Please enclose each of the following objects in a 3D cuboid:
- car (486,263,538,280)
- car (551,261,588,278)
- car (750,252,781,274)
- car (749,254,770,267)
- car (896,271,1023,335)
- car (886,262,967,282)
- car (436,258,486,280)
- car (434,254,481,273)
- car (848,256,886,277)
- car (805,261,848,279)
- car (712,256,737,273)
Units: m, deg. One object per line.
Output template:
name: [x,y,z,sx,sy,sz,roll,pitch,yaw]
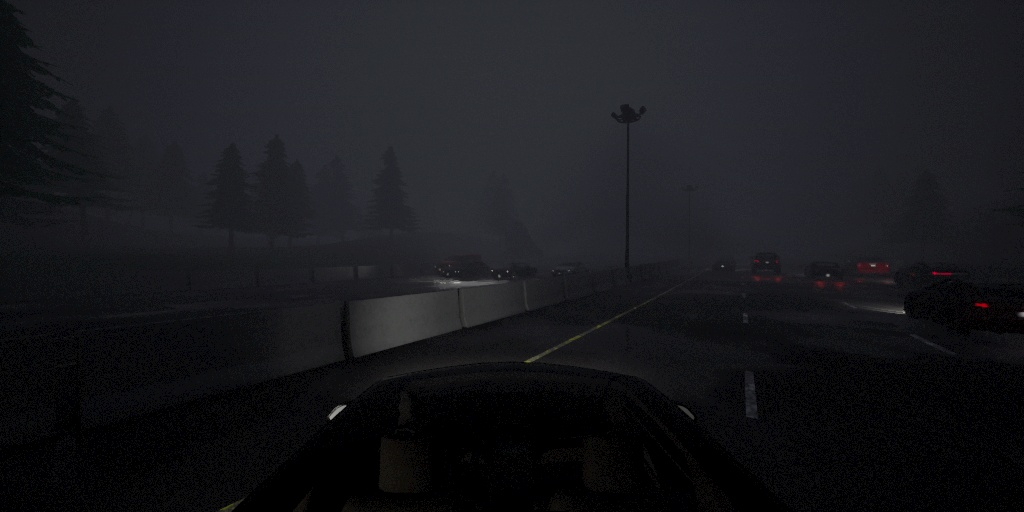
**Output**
car: [0.215,1.235,29.524,1.895,1.301,4.718,0,1,33]
car: [5.019,1.125,30.508,1.812,1.442,4.674,0,1,33]
car: [24.469,0.627,34.625,2.150,2.045,5.566,0,1,32]
car: [32.505,0.583,47.185,2.128,1.511,4.902,0,1,32]
car: [12.742,1.288,9.787,1.994,1.385,4.181,0,0,33]
car: [23.577,1.088,20.238,2.128,1.511,4.902,0,1,33]
car: [-3.698,1.153,29.906,1.837,1.490,4.892,0,1,33]
car: [-4.963,0.836,34.414,2.150,2.045,5.566,0,1,33]
car: [30.225,0.767,30.633,2.097,1.767,4.553,0,1,33]
car: [24.755,1.092,28.578,1.895,1.301,4.718,0,1,33]
car: [21.886,0.955,37.087,1.994,1.385,4.181,0,1,33]
